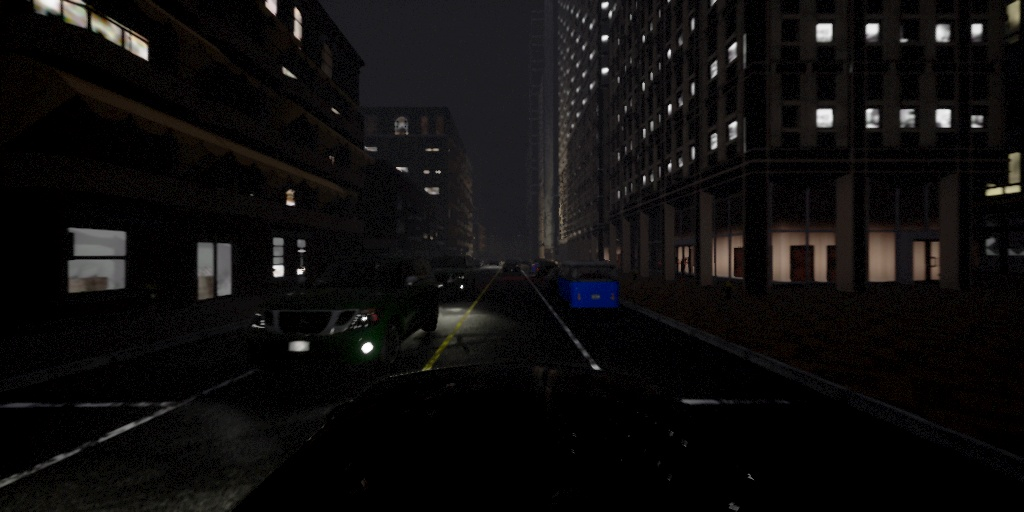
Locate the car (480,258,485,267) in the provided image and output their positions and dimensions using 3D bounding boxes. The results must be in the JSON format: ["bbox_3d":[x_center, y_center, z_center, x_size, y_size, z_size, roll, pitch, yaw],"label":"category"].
[{"bbox_3d":[-5.910,1.232,58.383,1.948,1.339,4.313,0,0,0],"label":"car"}]

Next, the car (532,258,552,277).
[{"bbox_3d":[3.031,1.187,31.787,1.837,1.490,4.892,0,0,0],"label":"car"}]

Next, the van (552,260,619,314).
[{"bbox_3d":[2.653,1.059,13.229,1.690,1.789,3.998,0,0,0],"label":"van"}]

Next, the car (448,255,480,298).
[{"bbox_3d":[-3.152,0.946,18.598,2.150,2.045,5.566,0,0,0],"label":"car"}]

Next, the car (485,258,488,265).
[{"bbox_3d":[-5.933,1.209,64.031,2.007,1.370,4.403,0,0,0],"label":"car"}]

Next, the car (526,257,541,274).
[{"bbox_3d":[2.970,1.024,38.757,2.097,1.767,4.553,0,0,0],"label":"car"}]

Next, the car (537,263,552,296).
[{"bbox_3d":[2.631,1.258,18.878,2.007,1.370,4.403,0,0,0],"label":"car"}]

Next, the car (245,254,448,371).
[{"bbox_3d":[-3.116,0.967,8.038,2.150,2.045,5.566,0,0,0],"label":"car"}]

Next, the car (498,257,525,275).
[{"bbox_3d":[-0.037,1.174,37.357,2.128,1.511,4.902,0,0,0],"label":"car"}]
